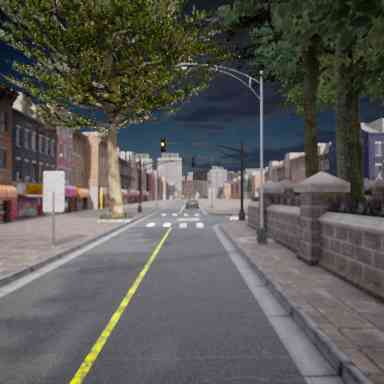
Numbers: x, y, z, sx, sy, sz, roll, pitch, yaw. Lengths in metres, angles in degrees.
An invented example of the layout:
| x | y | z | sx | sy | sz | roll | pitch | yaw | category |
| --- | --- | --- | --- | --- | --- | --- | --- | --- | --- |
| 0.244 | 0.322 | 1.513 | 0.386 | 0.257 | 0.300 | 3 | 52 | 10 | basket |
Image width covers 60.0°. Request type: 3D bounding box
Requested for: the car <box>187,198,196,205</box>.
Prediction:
| x | y | z | sx | sy | sz | roll | pitch | yaw | category |
| --- | --- | --- | --- | --- | --- | --- | --- | --- | --- |
| -0.029 | 2.050 | 70.818 | 1.895 | 1.301 | 4.718 | 0 | -1 | 0 | car |

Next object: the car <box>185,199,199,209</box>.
| x | y | z | sx | sy | sz | roll | pitch | yaw | category |
| --- | --- | --- | --- | --- | --- | --- | --- | --- | --- |
| 0.037 | 1.790 | 51.612 | 2.128 | 1.511 | 4.902 | 0 | 0 | 0 | car |
